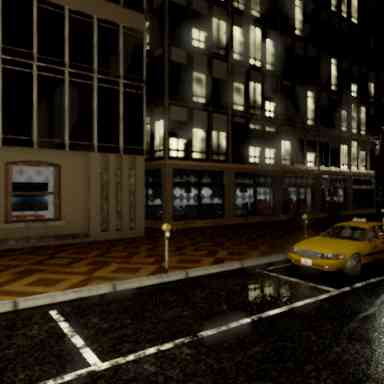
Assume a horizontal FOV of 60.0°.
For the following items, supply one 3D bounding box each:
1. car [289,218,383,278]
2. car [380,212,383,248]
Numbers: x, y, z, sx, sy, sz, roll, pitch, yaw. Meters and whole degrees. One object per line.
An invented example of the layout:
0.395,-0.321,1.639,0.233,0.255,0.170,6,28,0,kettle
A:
4.953,1.492,10.088,4.829,1.417,1.752,0,0,-35,car
9.728,1.496,13.492,4.403,1.369,2.008,0,0,-35,car
